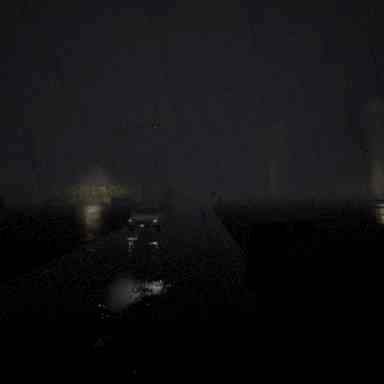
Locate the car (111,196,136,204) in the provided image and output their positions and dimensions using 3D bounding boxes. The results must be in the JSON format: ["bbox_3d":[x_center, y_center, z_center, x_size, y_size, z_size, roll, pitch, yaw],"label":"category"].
[{"bbox_3d":[-13.747,1.616,66.562,4.902,1.511,2.128,0,-1,-2],"label":"car"}]

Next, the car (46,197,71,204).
[{"bbox_3d":[-26.453,1.707,66.003,4.674,1.442,1.812,0,-1,-3],"label":"car"}]

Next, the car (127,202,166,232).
[{"bbox_3d":[-2.631,1.529,20.128,1.812,1.442,4.674,0,0,1],"label":"car"}]
